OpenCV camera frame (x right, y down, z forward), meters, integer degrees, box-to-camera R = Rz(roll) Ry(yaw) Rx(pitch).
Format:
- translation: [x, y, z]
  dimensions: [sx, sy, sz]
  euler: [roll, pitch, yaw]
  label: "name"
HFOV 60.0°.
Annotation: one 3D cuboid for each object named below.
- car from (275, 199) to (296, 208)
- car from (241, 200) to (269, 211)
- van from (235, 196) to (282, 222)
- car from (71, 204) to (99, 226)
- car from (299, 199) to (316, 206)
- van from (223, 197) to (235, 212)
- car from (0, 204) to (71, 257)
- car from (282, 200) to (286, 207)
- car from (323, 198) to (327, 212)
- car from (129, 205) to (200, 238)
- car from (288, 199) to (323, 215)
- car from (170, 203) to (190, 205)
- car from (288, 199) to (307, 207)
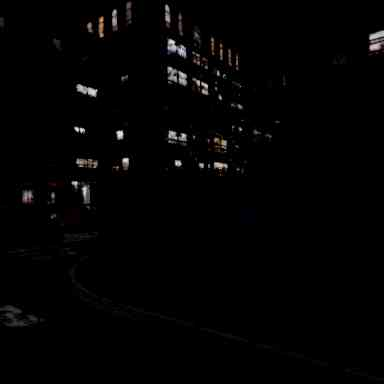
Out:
- translation: [15.229, 1.885, 53.941]
  dimensions: [1.802, 1.307, 4.206]
  euler: [-1, -1, 36]
  label: "car"
- translation: [8.571, 1.790, 44.842]
  dimensions: [2.008, 1.369, 4.403]
  euler: [-1, -1, 36]
  label: "car"
- translation: [5.340, 1.371, 26.244]
  dimensions: [1.690, 1.788, 3.998]
  euler: [-1, -1, 36]
  label: "van"
- translation: [-8.076, 1.519, 22.094]
  dimensions: [1.967, 1.590, 4.097]
  euler: [-1, -1, 36]
  label: "car"
- translation: [21.888, 1.933, 63.041]
  dimensions: [1.947, 1.339, 4.313]
  euler: [-1, -1, 36]
  label: "car"
- translation: [5.239, 1.548, 40.295]
  dimensions: [1.690, 1.788, 3.998]
  euler: [-1, -1, 36]
  label: "van"
- translation: [-7.017, 1.320, 12.739]
  dimensions: [2.097, 1.767, 4.553]
  euler: [0, 0, 13]
  label: "car"
- translation: [11.897, 1.586, 49.396]
  dimensions: [2.192, 1.841, 5.009]
  euler: [-1, -1, 36]
  label: "car"
- translation: [15.331, 1.707, 39.890]
  dimensions: [1.802, 1.307, 4.206]
  euler: [-1, -1, 36]
  label: "car"
- translation: [-1.315, 1.531, 17.140]
  dimensions: [1.947, 1.339, 4.313]
  euler: [-1, -1, 36]
  label: "car"
- translation: [12.000, 1.534, 35.342]
  dimensions: [1.967, 1.590, 4.097]
  euler: [-1, -1, 36]
  label: "car"
- translation: [-1.417, 1.709, 31.192]
  dimensions: [1.947, 1.339, 4.313]
  euler: [-1, -1, 36]
  label: "car"
- translation: [18.559, 1.901, 58.491]
  dimensions: [1.947, 1.339, 4.313]
  euler: [-1, -1, 36]
  label: "car"
